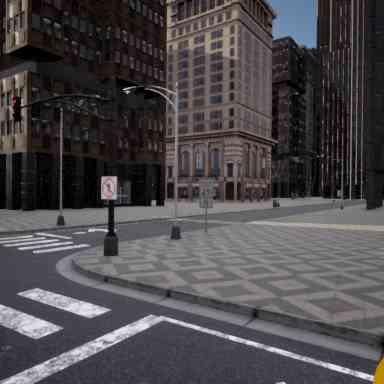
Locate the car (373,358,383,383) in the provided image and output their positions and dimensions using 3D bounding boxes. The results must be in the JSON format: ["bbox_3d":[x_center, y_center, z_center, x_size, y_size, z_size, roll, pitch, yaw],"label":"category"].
[{"bbox_3d":[3.469,1.478,1.219,5.008,1.535,1.882,0,0,35],"label":"car"}]
